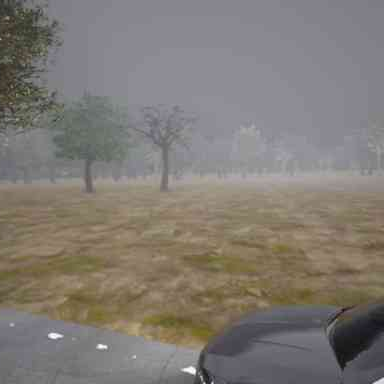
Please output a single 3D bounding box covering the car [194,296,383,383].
[{"bbox_3d":[2.373,1.500,2.419,4.892,1.490,1.837,0,0,24],"label":"car"}]
